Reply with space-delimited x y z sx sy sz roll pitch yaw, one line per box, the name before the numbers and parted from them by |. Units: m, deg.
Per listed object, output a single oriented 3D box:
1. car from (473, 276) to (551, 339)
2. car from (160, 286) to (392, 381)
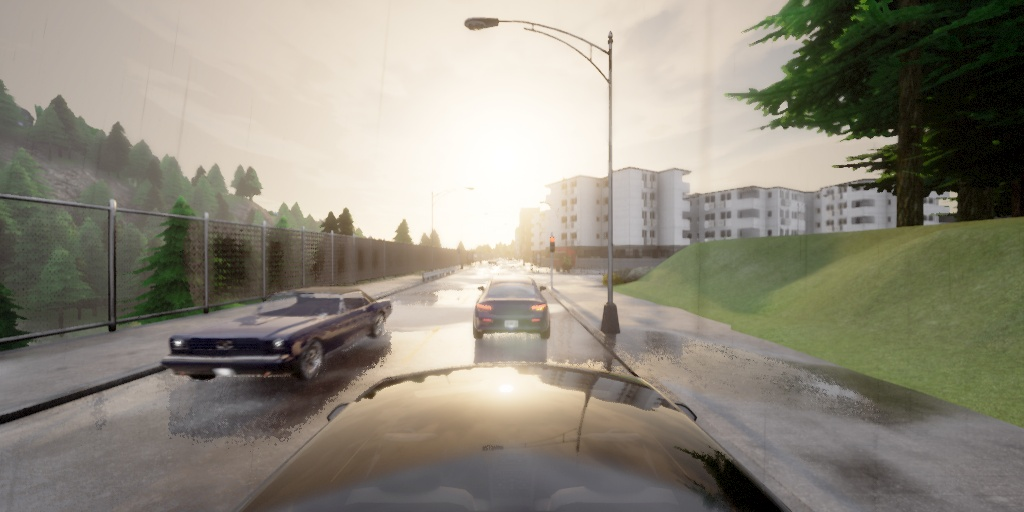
car | -0.003 1.269 9.899 1.812 1.442 4.674 0 0 0
car | -4.114 1.346 7.328 1.895 1.301 4.718 0 0 0
